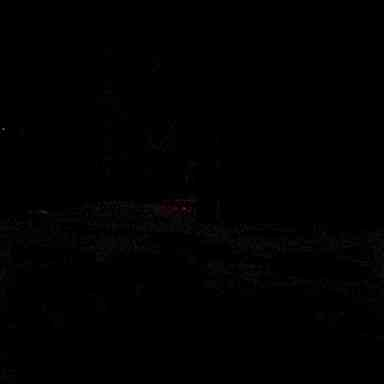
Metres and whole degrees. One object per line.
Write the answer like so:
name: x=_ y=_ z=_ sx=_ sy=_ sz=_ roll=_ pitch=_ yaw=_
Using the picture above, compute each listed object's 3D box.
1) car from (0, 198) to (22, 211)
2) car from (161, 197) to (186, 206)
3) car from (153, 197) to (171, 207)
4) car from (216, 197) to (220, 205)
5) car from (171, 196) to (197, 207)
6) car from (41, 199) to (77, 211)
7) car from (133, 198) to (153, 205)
car: x=-22.226 y=1.495 z=38.312 sx=2.128 sy=1.511 sz=4.902 roll=0 pitch=0 yaw=36
car: x=-3.253 y=1.651 z=58.939 sx=1.895 sy=1.301 sz=4.718 roll=0 pitch=0 yaw=36
car: x=-3.484 y=1.575 z=52.968 sx=1.812 sy=1.442 sz=4.674 roll=0 pitch=0 yaw=36
car: x=5.147 y=1.635 z=59.477 sx=1.994 sy=1.385 sz=4.181 roll=0 pitch=0 yaw=36
car: x=-0.537 y=1.409 z=51.492 sx=2.097 sy=1.767 sz=4.553 roll=0 pitch=0 yaw=36
car: x=-16.332 y=1.582 z=40.935 sx=1.994 sy=1.385 sz=4.181 roll=0 pitch=0 yaw=36
car: x=-8.043 y=1.639 z=57.912 sx=1.895 sy=1.301 sz=4.718 roll=0 pitch=0 yaw=36
